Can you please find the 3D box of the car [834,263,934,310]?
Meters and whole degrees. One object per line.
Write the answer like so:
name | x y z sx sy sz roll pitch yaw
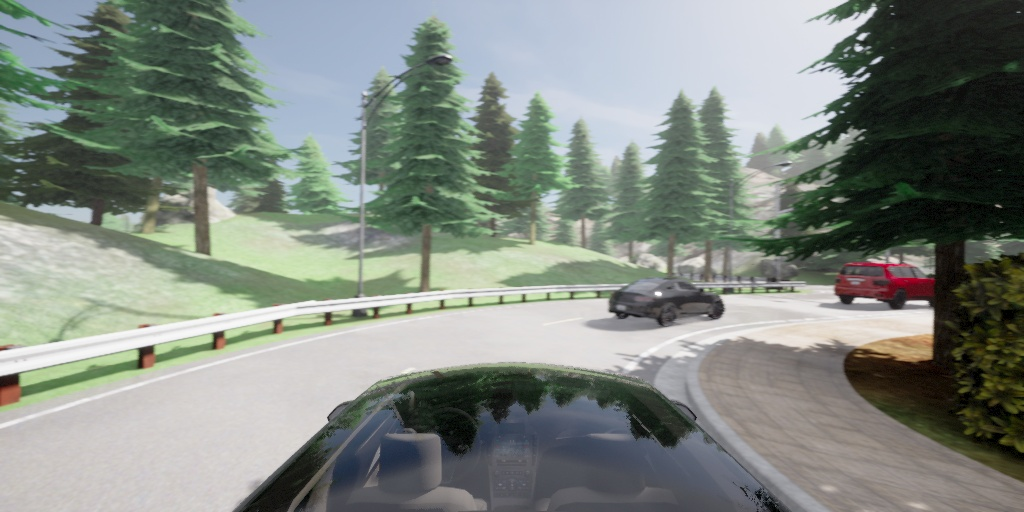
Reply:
car | 18.363 1.389 17.440 5.566 2.045 2.150 1 0 -20

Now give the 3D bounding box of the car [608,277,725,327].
car | 5.263 1.439 12.160 4.674 1.442 1.812 1 -1 -33
